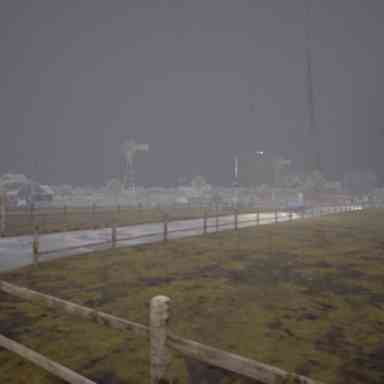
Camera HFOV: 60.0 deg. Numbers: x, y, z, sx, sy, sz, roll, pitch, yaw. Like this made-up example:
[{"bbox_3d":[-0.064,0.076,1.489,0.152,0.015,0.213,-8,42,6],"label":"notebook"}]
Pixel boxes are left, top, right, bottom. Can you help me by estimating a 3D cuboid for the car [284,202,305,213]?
[{"bbox_3d":[15.182,2.219,49.062,1.882,1.535,5.008,1,0,36],"label":"car"}]
